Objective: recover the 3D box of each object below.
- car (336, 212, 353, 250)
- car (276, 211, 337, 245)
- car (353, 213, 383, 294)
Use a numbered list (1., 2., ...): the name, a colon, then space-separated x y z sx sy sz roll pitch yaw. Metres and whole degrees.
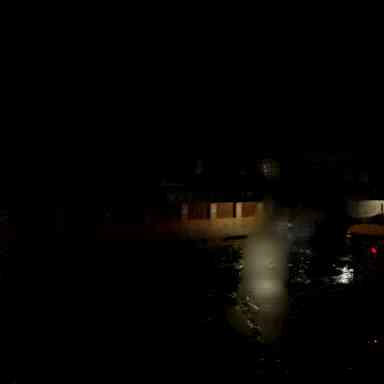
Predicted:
1. car: 8.271 1.569 13.578 5.008 1.535 1.882 0 0 -35
2. car: 6.519 1.640 16.320 5.357 1.411 2.033 0 0 -36
3. car: 6.042 1.410 7.756 4.553 1.767 2.097 0 0 -35
